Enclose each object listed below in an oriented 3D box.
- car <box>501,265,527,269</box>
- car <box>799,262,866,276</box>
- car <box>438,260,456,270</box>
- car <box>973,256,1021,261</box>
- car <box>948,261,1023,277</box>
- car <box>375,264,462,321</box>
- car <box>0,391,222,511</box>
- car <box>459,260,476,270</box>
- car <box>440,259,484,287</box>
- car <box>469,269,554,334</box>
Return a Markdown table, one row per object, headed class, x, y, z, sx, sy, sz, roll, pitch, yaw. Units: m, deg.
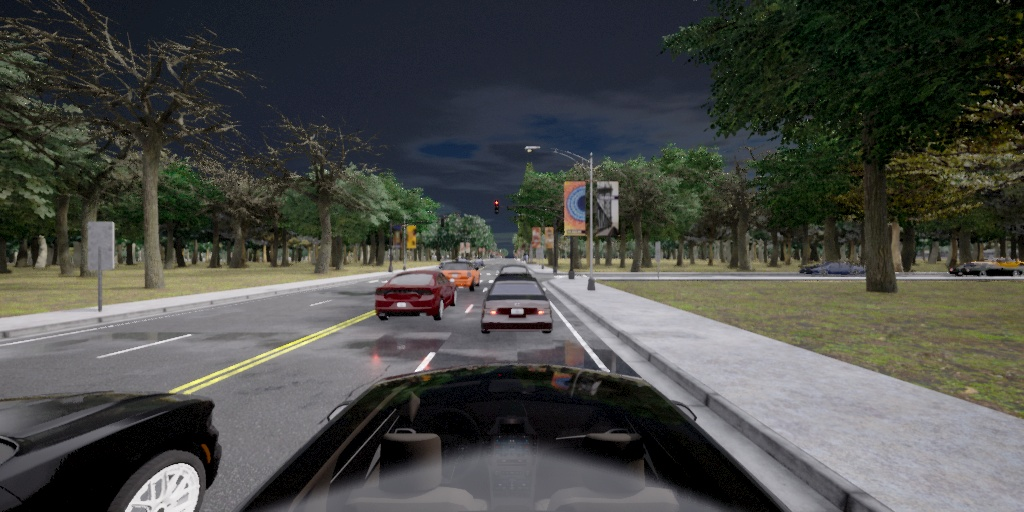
| class | x | y | z | sx | sy | sz | roll | pitch | yaw |
| --- | --- | --- | --- | --- | --- | --- | --- | --- | --- |
| car | 0.105 | 1.230 | 20.413 | 1.882 | 1.535 | 5.008 | 0 | 0 | -1 |
| car | 31.604 | 1.265 | 35.379 | 5.357 | 1.411 | 2.033 | 0 | 0 | 0 |
| car | -9.785 | 1.301 | 53.969 | 1.812 | 1.442 | 4.674 | 0 | 0 | 0 |
| car | 47.365 | 0.804 | 35.252 | 5.008 | 1.535 | 1.882 | 0 | 0 | 0 |
| car | 42.859 | 1.316 | 32.459 | 4.718 | 1.301 | 1.895 | 0 | 0 | 1 |
| car | -3.138 | 1.228 | 12.568 | 1.882 | 1.535 | 5.008 | 0 | 0 | -1 |
| car | -3.154 | 1.228 | 0.678 | 1.882 | 1.535 | 5.008 | 0 | 0 | 0 |
| car | -6.537 | 1.339 | 53.624 | 1.994 | 1.385 | 4.181 | 0 | 0 | 1 |
| car | -3.132 | 1.105 | 21.785 | 2.097 | 1.767 | 4.553 | 0 | 0 | 0 |
| car | 0.102 | 1.297 | 10.587 | 2.033 | 1.411 | 5.357 | 0 | 0 | 0 |
